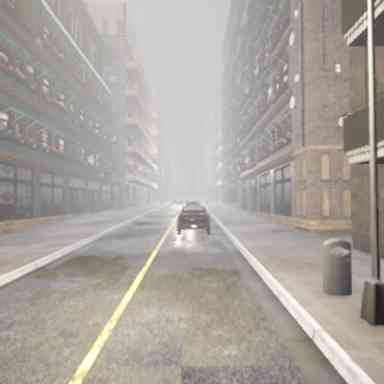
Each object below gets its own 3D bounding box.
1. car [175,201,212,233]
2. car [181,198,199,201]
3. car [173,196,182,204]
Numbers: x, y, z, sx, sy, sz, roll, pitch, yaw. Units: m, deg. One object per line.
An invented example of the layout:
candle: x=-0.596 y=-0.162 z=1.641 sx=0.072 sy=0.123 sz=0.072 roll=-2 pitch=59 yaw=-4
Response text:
car: x=0.097 y=1.527 z=19.635 sx=1.837 sy=1.490 sz=4.892 roll=0 pitch=0 yaw=0
car: x=0.092 y=1.550 z=41.057 sx=2.128 sy=1.511 sz=4.902 roll=0 pitch=0 yaw=0
car: x=-2.767 y=1.628 z=67.686 sx=2.128 sy=1.511 sz=4.902 roll=0 pitch=0 yaw=0
